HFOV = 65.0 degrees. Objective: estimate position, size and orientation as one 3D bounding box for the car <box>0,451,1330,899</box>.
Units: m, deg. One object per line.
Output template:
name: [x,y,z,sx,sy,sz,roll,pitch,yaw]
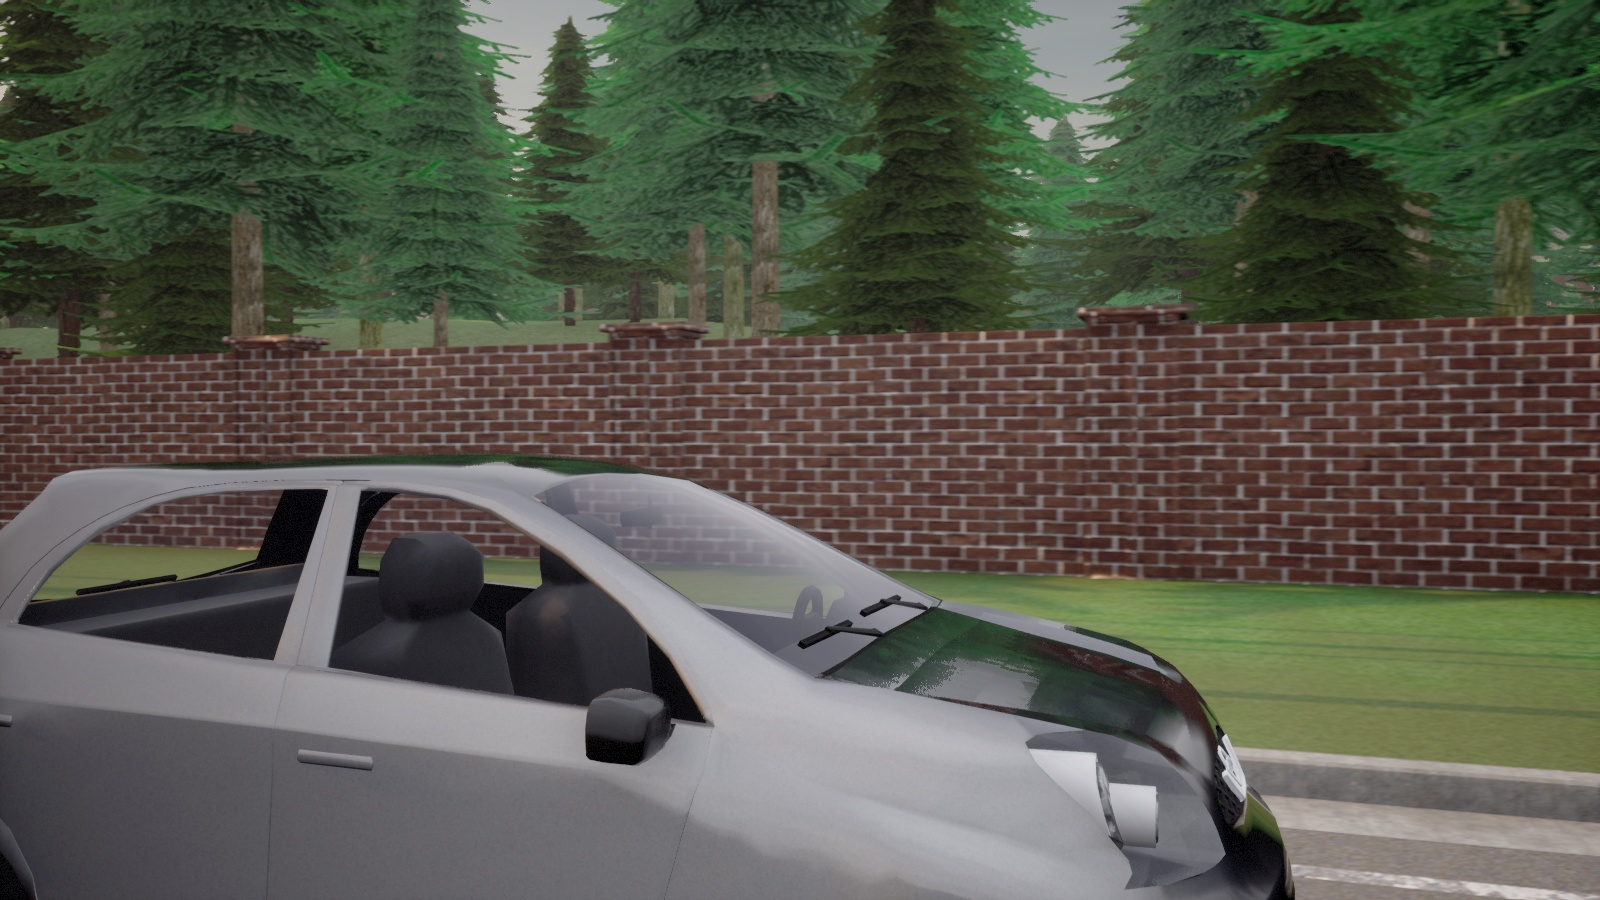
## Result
car: [-0.613,0.784,3.400,3.633,1.501,1.845,1,1,19]
